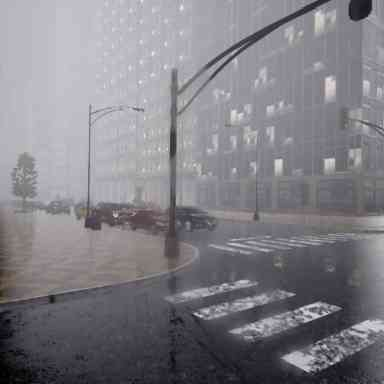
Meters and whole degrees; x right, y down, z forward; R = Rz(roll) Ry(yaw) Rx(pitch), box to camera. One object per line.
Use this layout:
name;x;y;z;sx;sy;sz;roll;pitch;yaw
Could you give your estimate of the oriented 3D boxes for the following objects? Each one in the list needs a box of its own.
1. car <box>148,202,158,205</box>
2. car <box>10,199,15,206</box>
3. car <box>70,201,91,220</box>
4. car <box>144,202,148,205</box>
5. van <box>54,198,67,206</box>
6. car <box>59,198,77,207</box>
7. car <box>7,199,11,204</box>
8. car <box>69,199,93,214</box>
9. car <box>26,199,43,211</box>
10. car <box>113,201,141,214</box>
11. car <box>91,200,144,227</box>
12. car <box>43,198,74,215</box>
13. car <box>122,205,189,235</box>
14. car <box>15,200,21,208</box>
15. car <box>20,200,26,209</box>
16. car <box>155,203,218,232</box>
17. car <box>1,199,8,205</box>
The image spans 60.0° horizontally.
car;-5.149;1.833;38.164;1.967;1.590;4.097;1;-1;-35
car;-31.574;2.123;61.289;2.008;1.369;4.403;1;-1;-35
car;-8.655;1.713;28.563;1.752;1.417;4.829;1;-1;-35
car;-6.051;1.731;29.375;1.837;1.490;4.892;1;-1;-35
van;-27.969;2.117;70.753;1.690;1.788;3.998;1;-1;-35
car;-24.709;2.036;66.098;2.192;1.841;5.009;1;-1;-35
car;-34.834;2.209;65.944;1.802;1.307;4.206;1;-1;-35
car;-11.971;1.817;37.849;2.128;1.511;4.902;1;-1;-35
car;-21.794;1.959;47.323;2.008;1.369;4.403;1;-1;-35
car;-8.506;1.974;42.958;1.752;1.417;4.829;1;-1;-35
car;-5.493;1.575;24.048;1.967;1.590;4.097;1;-1;-35
car;-15.273;1.739;38.014;1.967;1.590;4.097;1;-1;-35
car;-2.233;1.662;19.391;1.802;1.307;4.206;1;-1;-35
car;-28.314;2.062;56.634;1.887;1.381;4.507;1;-1;-35
car;-25.054;2.029;51.979;1.947;1.339;4.313;1;-1;-35
car;-0.286;1.634;21.139;1.837;1.490;4.892;1;-1;-33
car;-41.355;2.287;75.255;2.008;1.369;4.403;1;-1;-35
